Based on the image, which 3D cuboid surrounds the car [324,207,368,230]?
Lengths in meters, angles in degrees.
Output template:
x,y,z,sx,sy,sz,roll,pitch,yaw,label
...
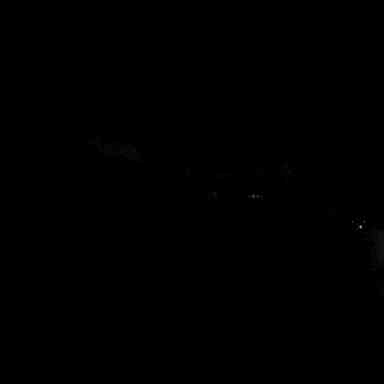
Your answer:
x,y,z,sx,sy,sz,roll,pitch,yaw,label
8.423,1.697,21.767,2.033,1.411,5.357,2,-2,-35,car
